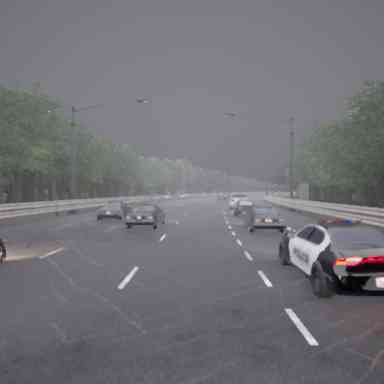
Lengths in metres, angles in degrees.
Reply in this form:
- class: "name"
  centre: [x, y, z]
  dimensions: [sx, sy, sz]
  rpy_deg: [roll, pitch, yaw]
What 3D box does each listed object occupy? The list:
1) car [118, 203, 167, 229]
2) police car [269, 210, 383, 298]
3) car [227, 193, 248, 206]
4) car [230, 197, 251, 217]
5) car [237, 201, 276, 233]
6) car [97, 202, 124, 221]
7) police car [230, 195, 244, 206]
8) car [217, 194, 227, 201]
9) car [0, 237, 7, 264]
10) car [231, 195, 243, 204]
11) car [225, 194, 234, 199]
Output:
- class: "car"
  centre: [-2.786, 1.463, 20.870]
  dimensions: [2.033, 1.411, 5.357]
  rpy_deg: [0, 0, 3]
- class: "police car"
  centre: [3.611, 1.474, 8.529]
  dimensions: [2.038, 1.542, 4.974]
  rpy_deg: [0, 0, 1]
- class: "car"
  centre: [5.668, 1.075, 40.509]
  dimensions: [2.150, 2.045, 5.566]
  rpy_deg: [0, 0, 6]
- class: "car"
  centre: [4.697, 1.414, 29.849]
  dimensions: [1.812, 1.442, 4.674]
  rpy_deg: [0, 0, 4]
- class: "car"
  centre: [4.013, 1.474, 19.196]
  dimensions: [2.033, 1.411, 5.357]
  rpy_deg: [0, 0, 3]
- class: "car"
  centre: [-5.951, 1.458, 26.160]
  dimensions: [1.994, 1.385, 4.181]
  rpy_deg: [0, 0, 4]
- class: "police car"
  centre: [6.914, 1.327, 51.081]
  dimensions: [2.038, 1.542, 4.974]
  rpy_deg: [0, 0, 7]
- class: "car"
  centre: [6.559, 1.192, 71.947]
  dimensions: [2.128, 1.511, 4.902]
  rpy_deg: [0, 0, 11]
- class: "car"
  centre: [-6.749, 1.523, 8.610]
  dimensions: [1.994, 1.385, 4.181]
  rpy_deg: [0, 0, 1]
- class: "car"
  centre: [8.444, 1.339, 61.646]
  dimensions: [2.033, 1.411, 5.357]
  rpy_deg: [0, 0, 9]
- class: "car"
  centre: [10.251, 1.195, 89.951]
  dimensions: [1.895, 1.301, 4.718]
  rpy_deg: [0, 0, 13]
